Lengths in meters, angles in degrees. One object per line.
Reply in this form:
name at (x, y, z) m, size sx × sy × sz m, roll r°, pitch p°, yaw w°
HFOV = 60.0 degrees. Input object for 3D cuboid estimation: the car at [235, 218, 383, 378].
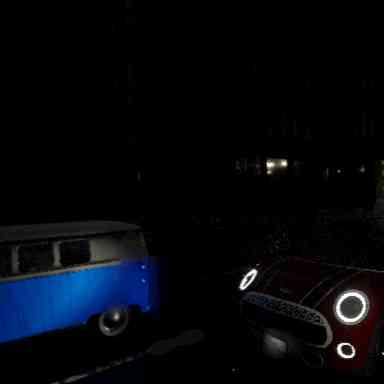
car at (2.828, 1.295, 5.585) m, size 4.553 × 1.767 × 2.097 m, roll -1°, pitch 0°, yaw -38°

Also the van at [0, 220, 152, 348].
van at (-2.558, 1.382, 4.915) m, size 3.998 × 1.788 × 1.690 m, roll -1°, pitch 0°, yaw -38°
